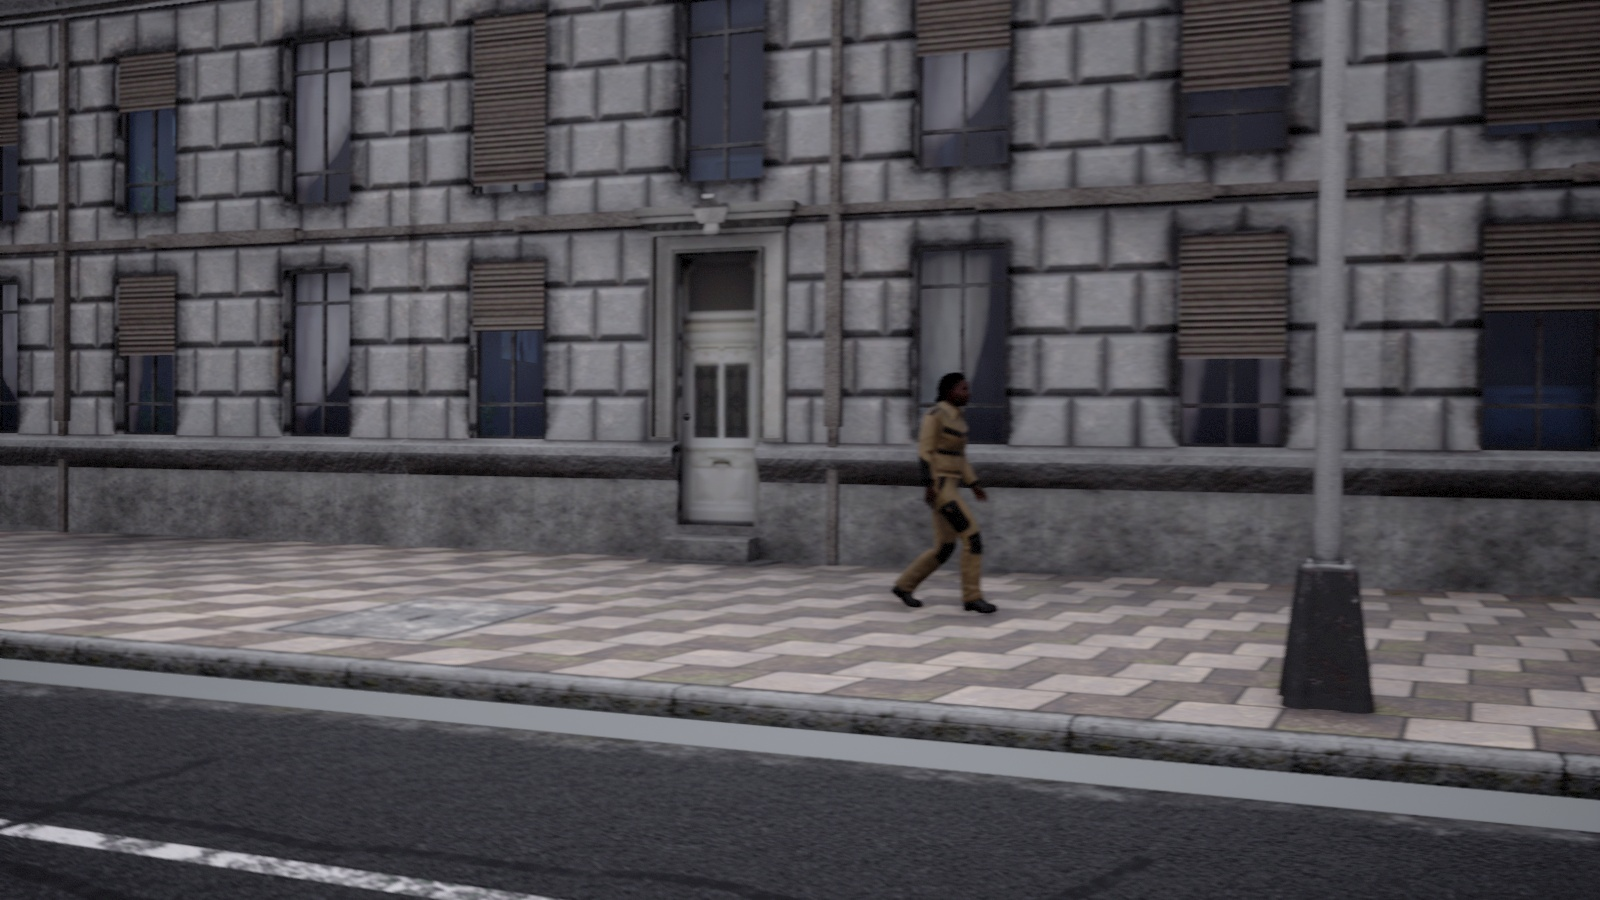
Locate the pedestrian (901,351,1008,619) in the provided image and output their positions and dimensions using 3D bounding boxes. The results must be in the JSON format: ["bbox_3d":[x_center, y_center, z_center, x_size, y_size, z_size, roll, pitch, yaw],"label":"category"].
[{"bbox_3d":[1.151,0.250,9.332,0.692,1.930,0.396,0,1,24],"label":"pedestrian"}]
